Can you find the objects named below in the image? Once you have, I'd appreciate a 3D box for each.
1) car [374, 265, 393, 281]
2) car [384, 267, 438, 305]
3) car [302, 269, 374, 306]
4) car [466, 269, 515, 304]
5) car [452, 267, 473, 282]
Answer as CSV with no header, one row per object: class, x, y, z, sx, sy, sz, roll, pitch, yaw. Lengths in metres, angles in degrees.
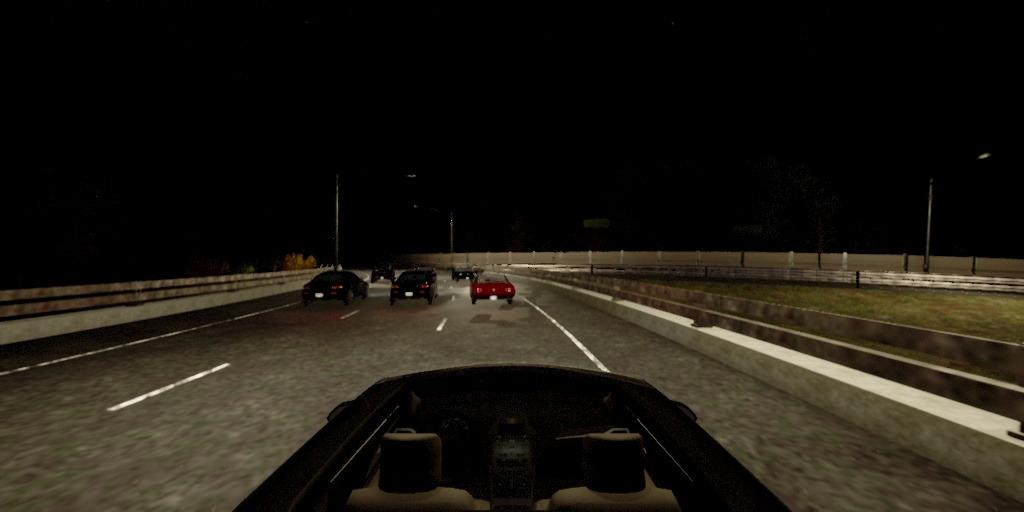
car,-11.245,1.539,31.464,1.837,1.490,4.892,0,0,-16
car,-4.594,1.421,17.118,1.812,1.442,4.674,0,0,-8
car,-8.062,1.418,16.650,1.812,1.442,4.674,0,0,-8
car,-1.081,1.497,17.330,1.895,1.301,4.718,0,-1,-8
car,-4.456,1.646,33.209,1.895,1.301,4.718,0,-1,-16
